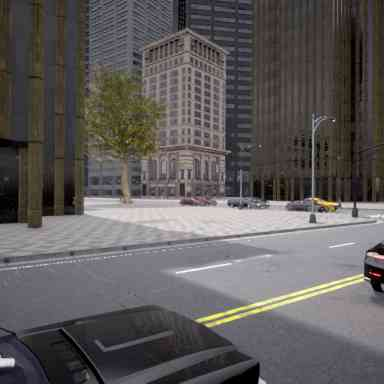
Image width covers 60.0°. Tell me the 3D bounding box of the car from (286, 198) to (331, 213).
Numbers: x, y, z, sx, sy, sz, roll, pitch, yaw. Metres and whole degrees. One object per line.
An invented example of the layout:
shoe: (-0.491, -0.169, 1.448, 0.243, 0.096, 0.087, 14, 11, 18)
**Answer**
car: (12.296, 1.517, 36.054, 1.994, 1.385, 4.181, 1, 0, -39)

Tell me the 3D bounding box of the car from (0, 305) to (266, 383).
car: (-1.673, 1.601, 2.248, 4.718, 1.301, 1.895, 0, 0, -36)

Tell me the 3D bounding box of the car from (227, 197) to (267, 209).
car: (6.711, 1.445, 43.004, 2.128, 1.511, 4.902, 1, 0, -40)

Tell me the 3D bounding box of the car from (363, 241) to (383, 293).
car: (5.852, 1.492, 7.604, 4.902, 1.511, 2.128, 0, 0, -35)

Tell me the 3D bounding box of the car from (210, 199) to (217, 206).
car: (1.975, 1.508, 53.562, 1.812, 1.442, 4.674, 1, 0, -41)

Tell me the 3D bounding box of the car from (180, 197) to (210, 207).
car: (0.033, 1.476, 50.861, 1.812, 1.442, 4.674, 1, 0, -41)

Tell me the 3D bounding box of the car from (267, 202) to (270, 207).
car: (8.471, 1.477, 45.963, 2.128, 1.511, 4.902, 1, 0, -40)

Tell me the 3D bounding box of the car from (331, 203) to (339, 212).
car: (14.448, 1.463, 38.588, 1.882, 1.535, 5.008, 1, 0, -38)
